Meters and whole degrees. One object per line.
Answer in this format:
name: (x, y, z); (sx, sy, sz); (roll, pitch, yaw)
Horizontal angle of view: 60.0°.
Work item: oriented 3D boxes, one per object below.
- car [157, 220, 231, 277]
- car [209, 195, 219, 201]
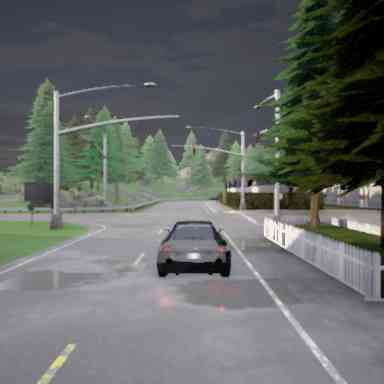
car: (0.062, 1.543, 10.194); (1.994, 1.385, 4.181); (0, 0, 0)
car: (6.568, 1.371, 75.425); (5.357, 1.411, 2.033); (0, 0, -22)
